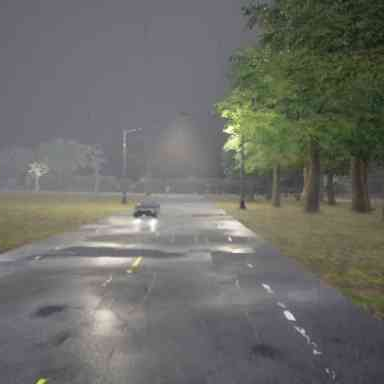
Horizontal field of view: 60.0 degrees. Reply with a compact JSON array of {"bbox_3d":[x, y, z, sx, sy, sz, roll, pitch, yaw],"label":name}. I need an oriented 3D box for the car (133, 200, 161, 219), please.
[{"bbox_3d":[-3.585,1.344,27.512,2.033,1.411,5.357,0,1,0],"label":"car"}]
